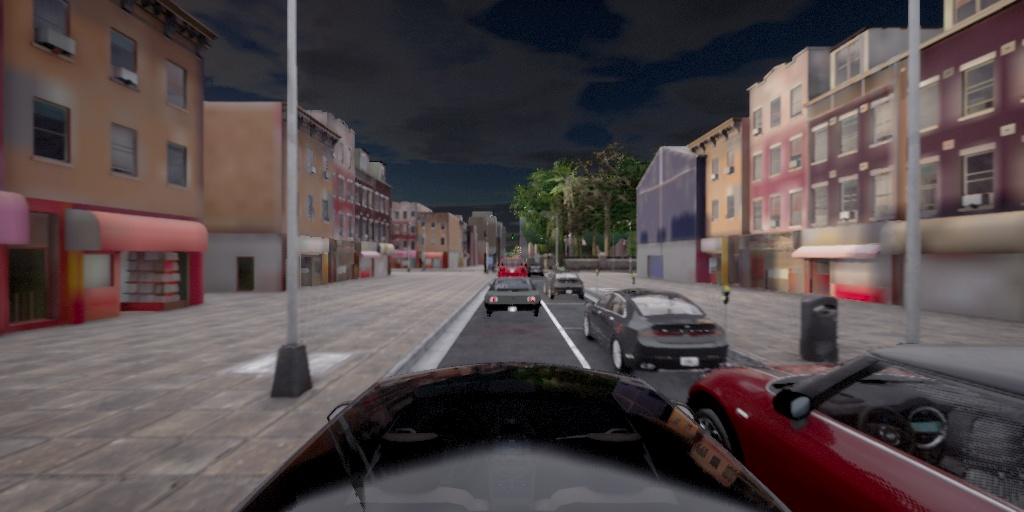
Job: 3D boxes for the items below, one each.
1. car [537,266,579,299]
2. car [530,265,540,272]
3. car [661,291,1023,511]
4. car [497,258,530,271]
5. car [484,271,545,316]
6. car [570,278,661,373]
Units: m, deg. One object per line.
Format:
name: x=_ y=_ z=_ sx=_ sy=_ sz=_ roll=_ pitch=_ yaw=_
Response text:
car: x=2.632 y=1.430 z=18.731 sx=2.007 sy=1.370 sz=4.403 roll=0 pitch=0 yaw=0
car: x=2.627 y=1.653 z=41.217 sx=1.948 sy=1.339 sz=4.313 roll=0 pitch=0 yaw=0
car: x=2.637 y=1.191 z=1.867 sx=1.967 sy=1.591 sz=4.097 roll=0 pitch=0 yaw=0
car: x=0.027 y=1.185 z=28.243 sx=2.150 sy=2.045 sz=5.566 roll=0 pitch=0 yaw=0
car: x=0.035 y=1.440 z=13.737 sx=1.895 sy=1.301 sz=4.718 roll=0 pitch=0 yaw=0
car: x=2.635 y=1.343 z=7.488 sx=2.007 sy=1.370 sz=4.403 roll=0 pitch=0 yaw=0
